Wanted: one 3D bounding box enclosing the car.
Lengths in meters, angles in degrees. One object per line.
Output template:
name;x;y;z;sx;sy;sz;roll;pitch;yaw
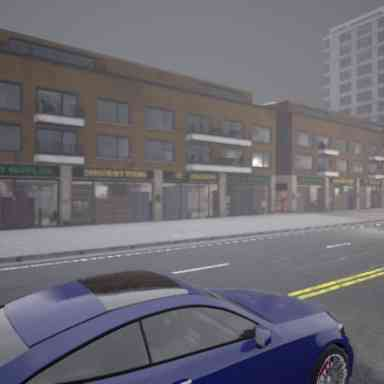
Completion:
car;-0.374;1.525;3.175;4.674;1.442;1.812;0;0;-36
